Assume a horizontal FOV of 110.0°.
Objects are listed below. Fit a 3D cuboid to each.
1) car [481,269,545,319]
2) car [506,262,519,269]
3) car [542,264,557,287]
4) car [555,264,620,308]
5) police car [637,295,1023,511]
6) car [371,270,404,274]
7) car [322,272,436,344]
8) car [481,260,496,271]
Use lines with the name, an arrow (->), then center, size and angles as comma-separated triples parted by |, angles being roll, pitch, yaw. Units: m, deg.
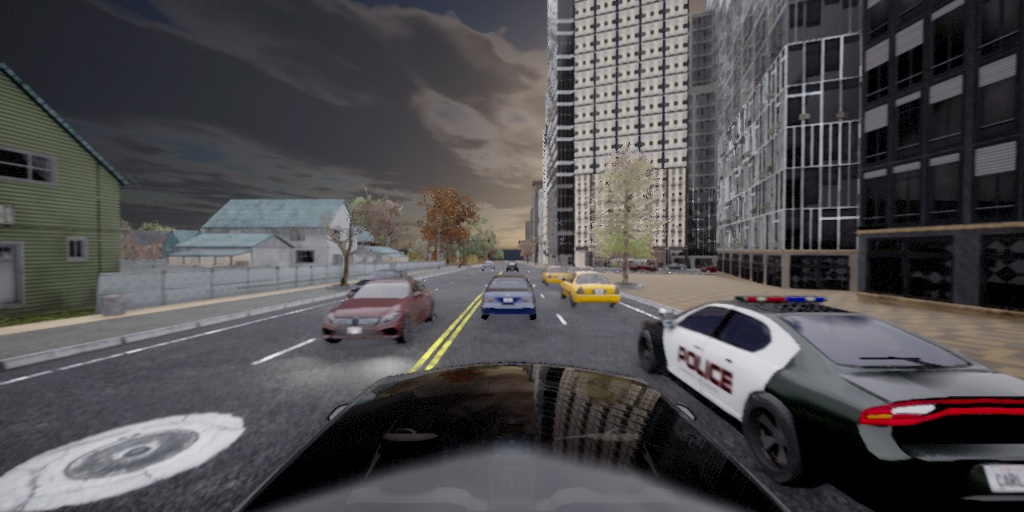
car -> -0.090, 1.391, 13.291 | 2.033, 1.411, 5.357 | 0, 0, 1
car -> 0.065, 1.685, 54.837 | 1.882, 1.535, 5.008 | 0, -1, 0
car -> 3.249, 1.413, 26.939 | 1.801, 1.575, 5.366 | 0, 0, 0
car -> 3.250, 1.321, 15.935 | 1.801, 1.575, 5.366 | 0, 0, 0
police car -> 3.250, 1.279, 4.741 | 2.038, 1.542, 4.974 | 0, 0, 0
car -> -6.600, 1.438, 19.013 | 2.033, 1.411, 5.357 | 0, 0, 0
car -> -3.349, 1.342, 9.960 | 1.812, 1.442, 4.674 | 0, 0, 0
car -> -3.251, 1.351, 51.119 | 1.812, 1.442, 4.674 | 0, -1, 0
